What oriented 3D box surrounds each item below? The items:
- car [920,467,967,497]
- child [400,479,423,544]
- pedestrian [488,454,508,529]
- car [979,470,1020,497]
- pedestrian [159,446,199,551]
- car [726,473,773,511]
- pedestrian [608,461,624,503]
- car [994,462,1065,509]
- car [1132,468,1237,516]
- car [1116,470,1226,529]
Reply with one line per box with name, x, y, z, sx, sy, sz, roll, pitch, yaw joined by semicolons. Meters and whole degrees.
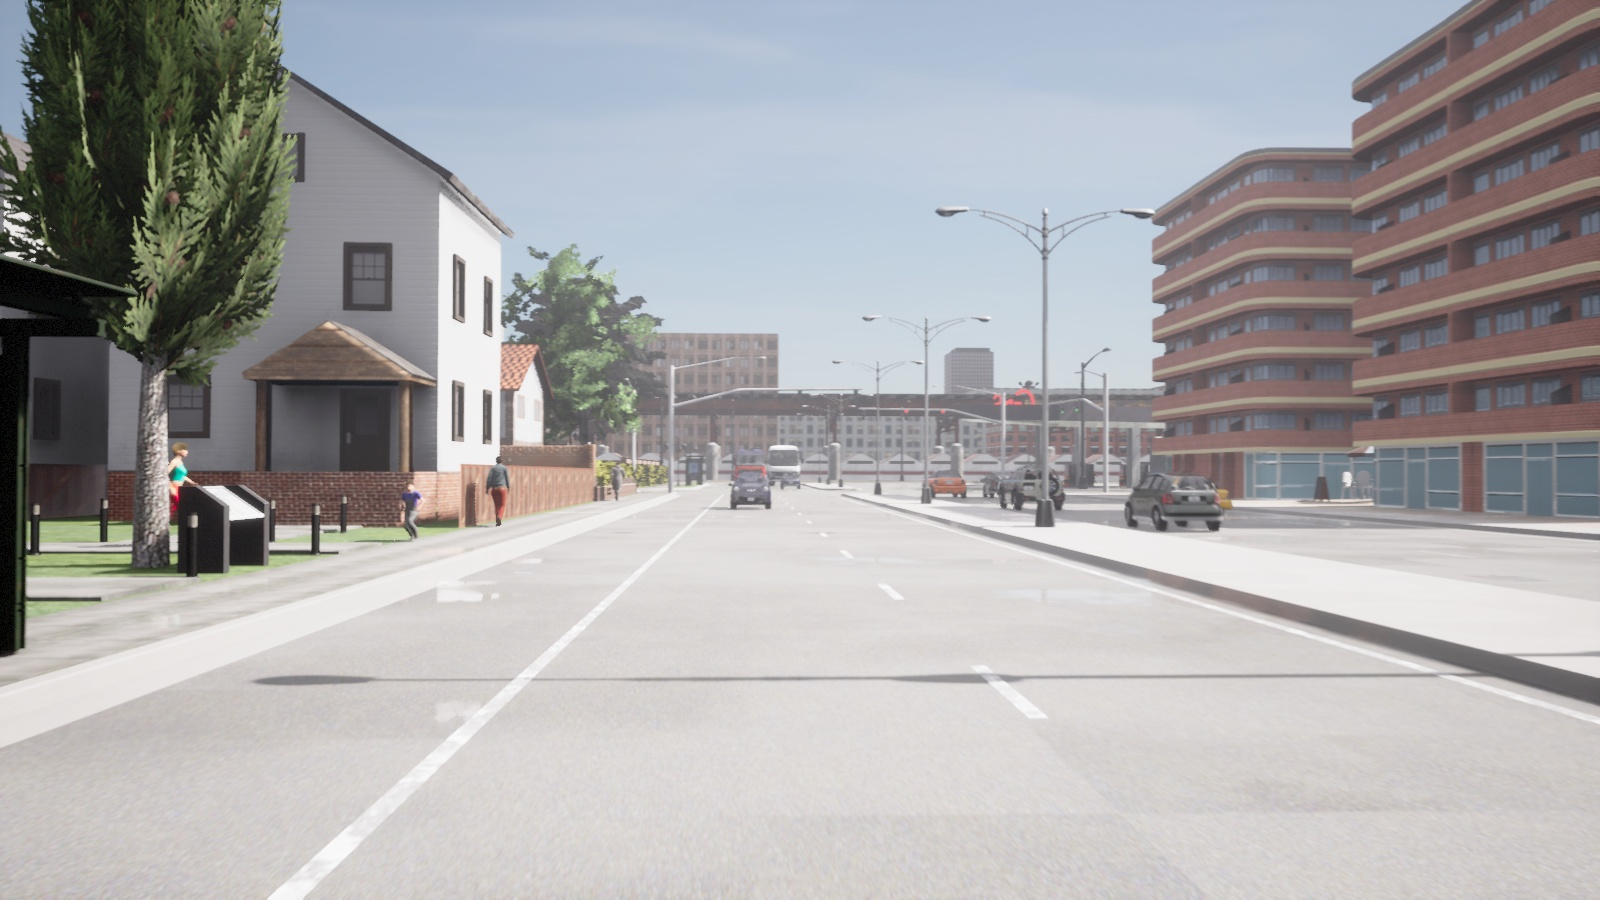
car;8.479;1.883;74.786;2.097;1.767;4.553;0;-1;-2
child;-7.583;1.198;24.503;0.270;1.263;0.437;0;-1;9
pedestrian;-7.572;1.035;31.484;0.353;1.847;0.614;0;-1;0
car;11.868;1.988;74.904;1.789;1.549;3.705;0;-1;-1
pedestrian;-10.922;0.844;22.090;0.594;1.836;0.345;0;-1;-20
car;-2.051;1.698;51.326;1.845;1.501;3.633;0;-1;-2
pedestrian;-8.549;1.490;58.365;0.659;1.952;0.873;0;-1;-4
car;9.430;1.455;51.994;1.932;1.855;4.605;0;-1;-2
car;13.278;1.420;43.726;1.801;1.575;5.366;0;-1;-2
car;10.153;1.323;34.657;1.789;1.549;3.705;0;-1;-2
